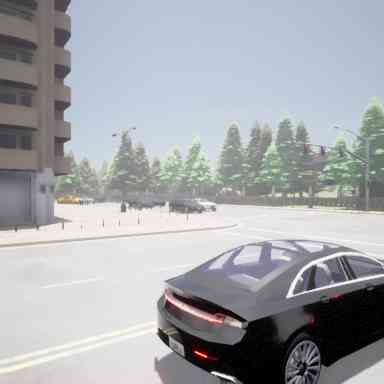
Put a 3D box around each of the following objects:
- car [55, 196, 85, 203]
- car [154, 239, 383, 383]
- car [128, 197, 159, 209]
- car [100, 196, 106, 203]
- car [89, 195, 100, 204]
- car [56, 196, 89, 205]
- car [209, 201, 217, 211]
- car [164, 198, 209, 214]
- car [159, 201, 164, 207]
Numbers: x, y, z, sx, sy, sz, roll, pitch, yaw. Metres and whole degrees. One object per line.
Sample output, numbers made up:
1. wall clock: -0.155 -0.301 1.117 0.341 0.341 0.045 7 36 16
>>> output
1. car: -24.057 1.492 65.558 5.357 1.411 2.033 0 0 15
2. car: 1.810 1.492 5.077 4.902 1.511 2.128 0 0 -35
3. car: -6.721 1.450 43.746 1.837 1.490 4.892 0 0 -36
4. car: -20.007 1.447 67.747 4.902 1.511 2.128 0 0 18
5. car: -19.462 1.485 60.100 4.674 1.442 1.812 0 0 26
6. car: -20.554 1.424 56.703 5.008 1.535 1.882 0 0 27
7. car: 0.995 1.470 38.913 1.812 1.442 4.674 0 0 -35
8. car: -0.684 1.449 35.207 1.837 1.490 4.892 0 0 -35
9. car: -5.657 1.545 48.256 1.895 1.301 4.718 0 0 -38
